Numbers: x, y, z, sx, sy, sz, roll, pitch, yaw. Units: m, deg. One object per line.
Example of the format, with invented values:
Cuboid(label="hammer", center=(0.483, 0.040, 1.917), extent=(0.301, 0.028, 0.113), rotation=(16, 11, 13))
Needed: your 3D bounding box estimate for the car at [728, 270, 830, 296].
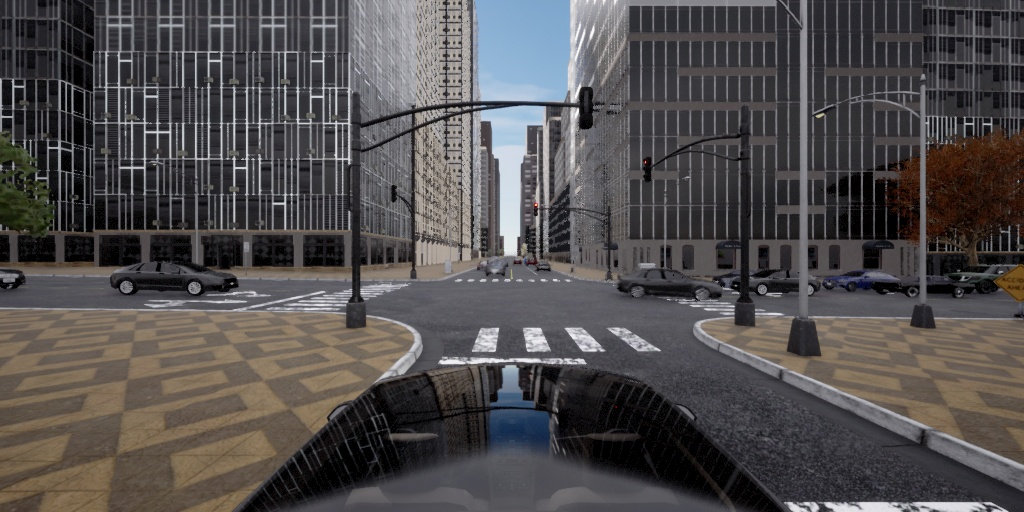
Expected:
Cuboid(label="car", center=(15.789, 1.564, 21.579), extent=(4.892, 1.490, 1.837), rotation=(1, 0, -4))

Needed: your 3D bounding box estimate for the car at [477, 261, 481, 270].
Cuboid(label="car", center=(-4.048, 1.342, 51.463), extent=(1.802, 1.307, 4.207), rotation=(0, 0, 0))

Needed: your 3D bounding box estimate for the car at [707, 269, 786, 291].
Cuboid(label="car", center=(16.160, 1.629, 24.839), extent=(4.181, 1.385, 1.994), rotation=(1, 0, -3))

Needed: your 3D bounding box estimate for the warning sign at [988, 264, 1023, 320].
Cuboid(label="warning sign", center=(17.270, 1.204, 12.178), extent=(1.060, 1.860, 1.300), rotation=(0, 0, -3))

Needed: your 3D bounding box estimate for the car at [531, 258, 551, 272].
Cuboid(label="car", center=(3.907, 1.329, 45.974), extent=(1.948, 1.339, 4.313), rotation=(0, 0, 0))

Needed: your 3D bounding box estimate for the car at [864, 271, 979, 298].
Cuboid(label="car", center=(25.033, 1.826, 22.004), extent=(4.718, 1.301, 1.895), rotation=(1, 0, -3))

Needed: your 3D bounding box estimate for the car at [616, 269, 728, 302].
Cuboid(label="car", center=(7.870, 1.422, 18.277), extent=(4.892, 1.490, 1.837), rotation=(1, 2, 18))

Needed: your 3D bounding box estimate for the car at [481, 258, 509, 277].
Cuboid(label="car", center=(-1.553, 1.259, 35.585), extent=(2.128, 1.511, 4.902), rotation=(0, 0, 1))

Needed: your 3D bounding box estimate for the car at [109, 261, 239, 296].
Cuboid(label="car", center=(-15.512, 0.995, 16.649), extent=(4.892, 1.490, 1.837), rotation=(1, 0, -3))

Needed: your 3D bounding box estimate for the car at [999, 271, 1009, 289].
Cuboid(label="car", center=(34.124, 1.914, 22.418), extent=(4.674, 1.442, 1.812), rotation=(1, 0, -2))

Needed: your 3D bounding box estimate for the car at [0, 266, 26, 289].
Cuboid(label="car", center=(-25.296, 0.802, 16.194), extent=(4.902, 1.511, 2.128), rotation=(1, 0, -3))

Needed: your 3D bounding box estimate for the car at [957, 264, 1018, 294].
Cuboid(label="car", center=(34.189, 1.610, 25.680), extent=(5.566, 2.045, 2.150), rotation=(1, 0, -3))

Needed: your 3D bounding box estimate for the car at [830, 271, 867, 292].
Cuboid(label="car", center=(24.561, 1.741, 25.232), extent=(4.674, 1.442, 1.812), rotation=(1, 0, -3))
